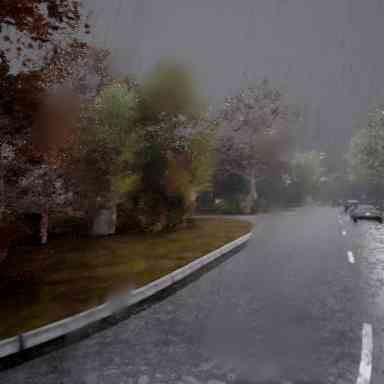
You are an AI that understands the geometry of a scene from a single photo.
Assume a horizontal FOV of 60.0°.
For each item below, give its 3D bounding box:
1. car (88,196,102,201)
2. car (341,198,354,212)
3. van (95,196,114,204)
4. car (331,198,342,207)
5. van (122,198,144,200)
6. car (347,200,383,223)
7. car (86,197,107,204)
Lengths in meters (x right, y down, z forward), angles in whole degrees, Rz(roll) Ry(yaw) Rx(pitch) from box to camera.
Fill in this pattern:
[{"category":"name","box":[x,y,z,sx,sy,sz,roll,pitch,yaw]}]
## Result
[{"category":"car","box":[-24.981,2.180,79.967,5.366,1.575,1.946,0,-1,23]},{"category":"car","box":[20.450,1.728,42.377,1.837,1.490,4.892,0,-1,23]},{"category":"van","box":[-22.395,2.057,85.343,4.442,1.987,1.878,0,-1,23]},{"category":"car","box":[33.605,2.392,75.798,2.150,2.045,5.566,1,-2,4]},{"category":"van","box":[-13.859,1.957,74.592,4.442,1.987,1.878,0,-1,23]},{"category":"car","box":[13.340,1.561,25.579,1.994,1.385,4.181,0,0,23]},{"category":"car","box":[-23.651,2.100,82.575,4.553,1.767,2.185,0,-1,23]}]
